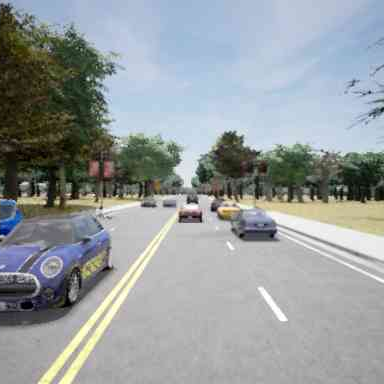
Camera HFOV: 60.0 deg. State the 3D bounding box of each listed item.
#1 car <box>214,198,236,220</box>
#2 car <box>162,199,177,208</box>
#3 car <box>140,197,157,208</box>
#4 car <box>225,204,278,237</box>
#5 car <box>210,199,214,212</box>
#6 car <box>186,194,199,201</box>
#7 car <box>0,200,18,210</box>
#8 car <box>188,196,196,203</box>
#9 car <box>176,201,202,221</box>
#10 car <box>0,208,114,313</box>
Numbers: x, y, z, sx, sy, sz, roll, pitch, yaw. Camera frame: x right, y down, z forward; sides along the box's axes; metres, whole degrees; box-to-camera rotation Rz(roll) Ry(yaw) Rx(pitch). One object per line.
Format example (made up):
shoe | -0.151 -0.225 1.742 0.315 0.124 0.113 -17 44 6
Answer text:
car | 3.237 1.540 29.402 1.801 1.575 5.366 0 0 0
car | -3.350 1.721 50.556 1.994 1.385 4.181 0 0 0
car | -6.599 1.511 51.035 2.097 1.767 4.553 0 0 0
car | 3.242 1.599 18.211 2.033 1.411 5.357 0 0 0
car | 3.232 1.550 40.212 2.033 1.649 4.856 0 0 0
car | 0.052 1.417 60.251 2.150 2.045 5.566 0 0 1
car | -6.604 1.247 8.895 2.150 2.045 5.566 0 0 0
car | -0.034 1.750 75.298 1.837 1.490 4.892 0 0 0
car | -0.095 1.679 27.836 1.895 1.301 4.718 0 0 1
car | -3.355 1.375 7.963 2.097 1.767 4.553 0 0 0
